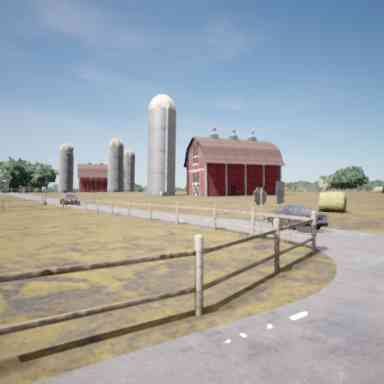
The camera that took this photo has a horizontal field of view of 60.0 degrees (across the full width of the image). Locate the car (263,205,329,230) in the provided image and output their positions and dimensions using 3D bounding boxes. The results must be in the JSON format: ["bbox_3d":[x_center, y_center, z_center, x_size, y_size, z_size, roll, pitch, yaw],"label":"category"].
[{"bbox_3d":[6.263,1.529,20.716,2.033,1.411,5.357,1,-1,-11],"label":"car"}]

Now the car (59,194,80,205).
[{"bbox_3d":[-18.402,1.057,50.114,2.097,1.767,4.553,1,0,-35],"label":"car"}]
